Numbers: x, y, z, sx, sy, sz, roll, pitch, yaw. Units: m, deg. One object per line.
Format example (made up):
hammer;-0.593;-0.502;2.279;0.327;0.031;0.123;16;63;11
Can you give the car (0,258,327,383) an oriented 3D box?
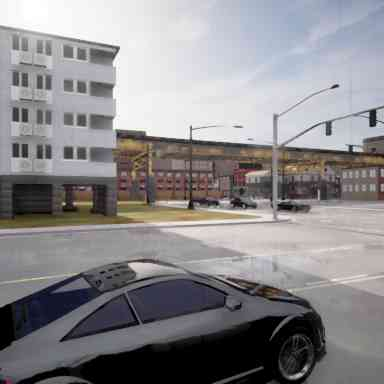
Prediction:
car;-0.346;1.564;4.078;4.181;1.385;1.994;0;0;-30

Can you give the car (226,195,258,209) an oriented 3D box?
car;7.052;1.505;45.763;1.837;1.490;4.892;0;0;-25

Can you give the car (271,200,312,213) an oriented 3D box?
car;11.070;1.601;37.291;1.895;1.301;4.718;0;0;-26

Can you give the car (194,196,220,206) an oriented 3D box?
car;2.705;1.547;55.301;2.033;1.411;5.357;0;0;-21

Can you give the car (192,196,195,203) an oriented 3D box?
car;0.742;1.547;65.788;2.033;1.411;5.357;0;0;3
